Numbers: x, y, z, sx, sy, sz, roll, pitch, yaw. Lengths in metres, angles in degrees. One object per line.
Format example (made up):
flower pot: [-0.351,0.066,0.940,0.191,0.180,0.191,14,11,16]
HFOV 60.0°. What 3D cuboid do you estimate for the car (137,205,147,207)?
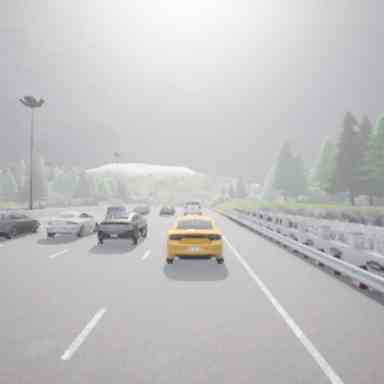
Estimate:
car: [-6.911,2.514,46.304,1.994,1.385,4.181,0,-1,0]

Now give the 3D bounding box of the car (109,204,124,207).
car: [-10.411,2.427,46.279,1.882,1.535,5.008,0,-1,0]

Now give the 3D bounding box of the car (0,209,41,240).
car: [-10.405,1.848,18.993,1.994,1.385,4.181,0,-1,0]

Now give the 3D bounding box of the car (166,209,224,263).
car: [0.096,1.645,12.737,1.882,1.535,5.008,0,-1,0]

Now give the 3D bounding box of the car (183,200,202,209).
car: [0.091,2.053,41.540,2.150,2.045,5.566,0,-1,0]

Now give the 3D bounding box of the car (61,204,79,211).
car: [-24.516,3.041,67.059,1.895,1.301,4.718,0,-1,0]

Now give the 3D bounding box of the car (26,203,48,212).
car: [-28.017,2.815,60.193,1.812,1.442,4.674,0,-1,0]

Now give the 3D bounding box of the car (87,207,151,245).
car: [-3.403,1.737,16.965,2.128,1.511,4.902,0,-1,0]

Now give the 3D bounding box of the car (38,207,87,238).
car: [-6.904,1.820,19.493,1.812,1.442,4.674,0,-1,0]

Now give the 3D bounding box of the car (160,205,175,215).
car: [-3.411,2.542,47.384,1.994,1.385,4.181,0,-1,0]
